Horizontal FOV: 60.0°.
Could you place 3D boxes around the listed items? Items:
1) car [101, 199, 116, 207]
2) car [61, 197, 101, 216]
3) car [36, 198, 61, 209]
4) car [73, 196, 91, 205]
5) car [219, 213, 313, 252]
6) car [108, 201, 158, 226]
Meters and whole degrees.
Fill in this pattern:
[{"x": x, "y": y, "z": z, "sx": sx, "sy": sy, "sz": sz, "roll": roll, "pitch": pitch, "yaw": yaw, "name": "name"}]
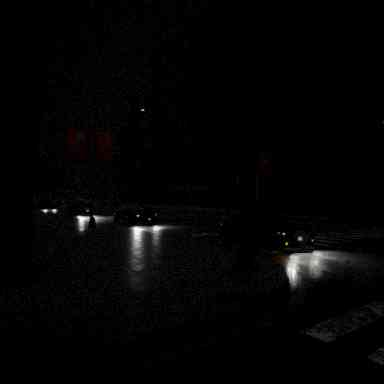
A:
[{"x": -13.543, "y": 1.770, "z": 54.535, "sx": 1.994, "sy": 1.385, "sz": 4.181, "roll": 0, "pitch": 0, "yaw": -37, "name": "car"}, {"x": -11.722, "y": 1.616, "z": 34.928, "sx": 2.128, "sy": 1.511, "sz": 4.902, "roll": 0, "pitch": 0, "yaw": -35, "name": "car"}, {"x": -21.197, "y": 1.732, "z": 48.270, "sx": 2.033, "sy": 1.411, "sz": 5.357, "roll": 0, "pitch": 0, "yaw": -36, "name": "car"}, {"x": -21.996, "y": 1.612, "z": 66.267, "sx": 2.097, "sy": 1.767, "sz": 4.553, "roll": 0, "pitch": 0, "yaw": -36, "name": "car"}, {"x": 3.012, "y": 1.590, "z": 14.219, "sx": 1.994, "sy": 1.385, "sz": 4.181, "roll": 0, "pitch": 0, "yaw": -33, "name": "car"}, {"x": -4.259, "y": 1.600, "z": 24.533, "sx": 1.812, "sy": 1.442, "sz": 4.674, "roll": 0, "pitch": 0, "yaw": -36, "name": "car"}]
